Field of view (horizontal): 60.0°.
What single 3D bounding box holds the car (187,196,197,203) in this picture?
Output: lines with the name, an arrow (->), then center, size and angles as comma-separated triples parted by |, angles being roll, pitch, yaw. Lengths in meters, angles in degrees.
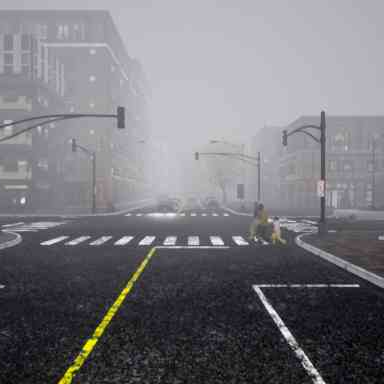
car -> 0.008, 1.622, 70.673 | 1.994, 1.385, 4.181 | 0, 0, 0

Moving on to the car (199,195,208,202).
car -> 2.697, 1.533, 77.672 | 1.967, 1.590, 4.097 | 0, 0, 0

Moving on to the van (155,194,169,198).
van -> -5.686, 1.396, 60.584 | 1.690, 1.788, 3.998 | 0, 0, 0

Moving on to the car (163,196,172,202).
car -> -5.684, 1.659, 77.674 | 1.947, 1.339, 4.313 | 0, 0, 0

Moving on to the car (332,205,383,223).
car -> 13.475, 1.667, 25.777 | 4.718, 1.301, 1.895 | 0, 0, 0

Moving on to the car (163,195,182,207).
car -> -3.083, 1.589, 52.742 | 2.033, 1.411, 5.357 | 0, 0, 0

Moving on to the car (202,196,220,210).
car -> 2.694, 1.578, 43.490 | 2.008, 1.369, 4.403 | 0, 0, 0

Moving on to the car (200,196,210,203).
car -> 2.697, 1.630, 71.974 | 2.008, 1.369, 4.403 | 0, 0, 0

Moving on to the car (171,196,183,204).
car -> -3.024, 1.559, 66.191 | 2.128, 1.511, 4.902 | 0, 0, 1

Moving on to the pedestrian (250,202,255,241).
pedestrian -> 2.859, 1.293, 14.546 | 0.375, 1.860, 0.375 | 0, 0, 0

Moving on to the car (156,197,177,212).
car -> -3.067, 1.621, 39.097 | 1.895, 1.301, 4.718 | 0, 0, -1

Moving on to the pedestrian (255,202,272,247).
pedestrian -> 2.862, 1.293, 13.345 | 0.375, 1.860, 0.375 | 0, 0, 0

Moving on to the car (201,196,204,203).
car -> 2.695, 1.476, 49.188 | 1.967, 1.590, 4.097 | 0, 0, 0

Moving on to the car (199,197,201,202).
car -> 2.695, 1.485, 54.884 | 1.967, 1.590, 4.097 | 0, 0, 0

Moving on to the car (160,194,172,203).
car -> -5.685, 1.394, 71.977 | 2.192, 1.841, 5.009 | 0, 0, 0

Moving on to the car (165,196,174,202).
car -> -5.683, 1.659, 83.370 | 2.008, 1.369, 4.403 | 0, 0, 0

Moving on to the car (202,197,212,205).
car -> 2.695, 1.637, 60.581 | 1.802, 1.307, 4.206 | 0, 0, 0

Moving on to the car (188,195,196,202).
car -> 0.009, 1.552, 80.680 | 2.033, 1.411, 5.357 | 0, 0, 0

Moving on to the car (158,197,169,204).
car -> -5.685, 1.648, 66.280 | 1.802, 1.307, 4.206 | 0, 0, 0

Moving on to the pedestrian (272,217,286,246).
pedestrian -> 3.600, 1.573, 13.946 | 0.375, 1.300, 0.375 | 0, 0, 0
